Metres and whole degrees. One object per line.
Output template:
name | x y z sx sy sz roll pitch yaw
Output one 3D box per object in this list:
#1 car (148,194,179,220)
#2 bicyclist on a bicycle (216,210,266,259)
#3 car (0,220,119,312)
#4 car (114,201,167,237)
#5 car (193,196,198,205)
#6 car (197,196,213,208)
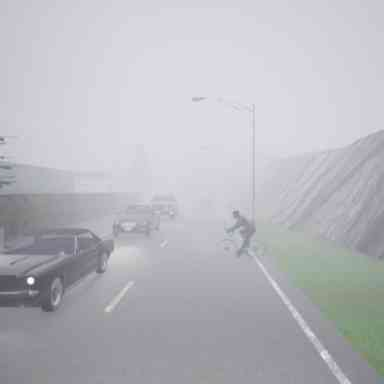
car | -2.386 1.193 28.390 2.150 2.045 5.566 0 0 3
bicyclist on a bicycle | 1.637 1.443 11.140 1.656 1.620 0.582 0 0 3
car | -3.370 1.592 7.834 1.895 1.301 4.718 0 0 3
car | -2.886 1.473 18.055 2.128 1.511 4.902 0 0 3
car | 1.342 1.422 59.217 1.882 1.535 5.008 0 0 -8
car | 2.141 1.503 48.364 2.033 1.411 5.357 0 0 1
